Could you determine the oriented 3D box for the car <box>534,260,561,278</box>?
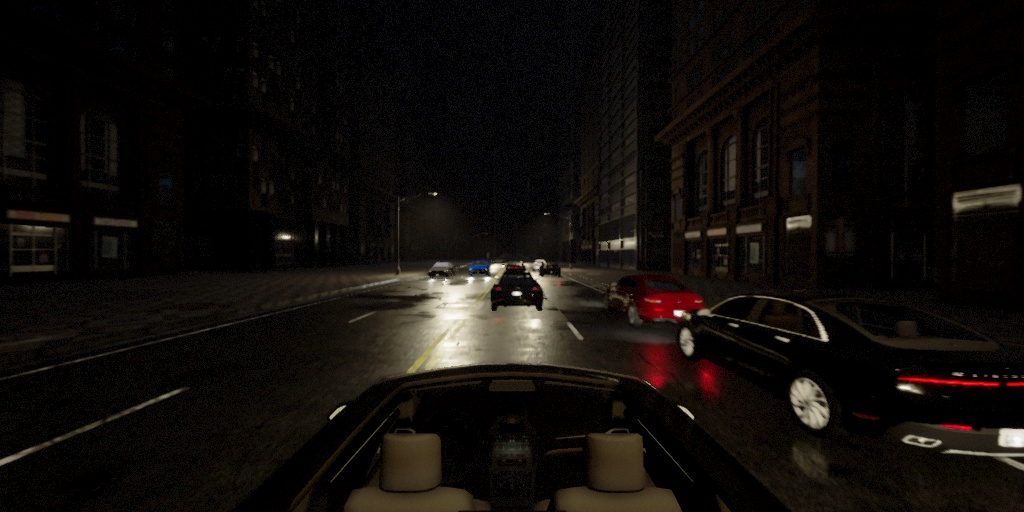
[{"bbox_3d":[3.538,1.213,34.065,2.128,1.511,4.902,0,0,1],"label":"car"}]

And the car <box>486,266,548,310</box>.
[{"bbox_3d":[0.188,1.293,14.618,1.994,1.385,4.181,0,0,0],"label":"car"}]

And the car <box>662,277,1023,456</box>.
[{"bbox_3d":[4.241,1.266,5.418,1.837,1.490,4.892,0,0,0],"label":"car"}]

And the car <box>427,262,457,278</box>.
[{"bbox_3d":[-6.367,1.228,33.298,2.033,1.411,5.357,0,0,0],"label":"car"}]

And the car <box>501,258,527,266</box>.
[{"bbox_3d":[0.328,1.201,32.707,2.128,1.511,4.902,0,0,0],"label":"car"}]

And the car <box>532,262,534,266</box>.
[{"bbox_3d":[3.599,1.243,46.810,1.812,1.442,4.674,0,0,1],"label":"car"}]

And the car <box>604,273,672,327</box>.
[{"bbox_3d":[4.287,1.277,11.418,1.812,1.442,4.674,0,0,0],"label":"car"}]

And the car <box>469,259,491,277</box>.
[{"bbox_3d":[-3.098,1.171,35.370,1.882,1.535,5.008,0,0,0],"label":"car"}]
